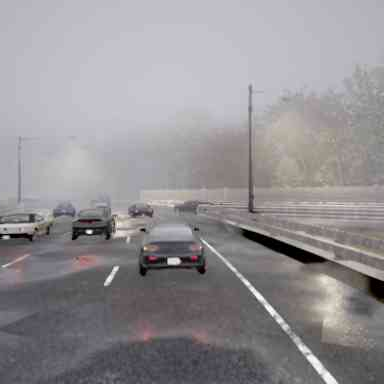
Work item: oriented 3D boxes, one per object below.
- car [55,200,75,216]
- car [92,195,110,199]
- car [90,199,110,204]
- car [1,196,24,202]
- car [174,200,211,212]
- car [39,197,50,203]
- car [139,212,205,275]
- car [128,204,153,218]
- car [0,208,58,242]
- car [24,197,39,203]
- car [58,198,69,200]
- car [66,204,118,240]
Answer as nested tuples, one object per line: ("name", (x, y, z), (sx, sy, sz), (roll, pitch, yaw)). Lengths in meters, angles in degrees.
("car", (-12.881, 1.789, 33.643), (1.994, 1.385, 4.181), (0, 0, -19))
("car", (-15.524, 1.471, 56.115), (2.150, 2.045, 5.566), (0, 0, -33))
("car", (-9.492, 1.746, 34.559), (1.812, 1.442, 4.674), (0, 0, -19))
("car", (-42.115, 1.769, 78.081), (4.553, 1.767, 2.097), (0, 0, 40))
("car", (0.116, 1.612, 35.917), (4.892, 1.490, 1.837), (-1, 0, 43))
("car", (-37.455, 1.952, 83.303), (4.902, 1.511, 2.128), (0, 0, 40))
("car", (-0.687, 1.587, 10.665), (1.812, 1.442, 4.674), (0, 0, -6))
("car", (-5.092, 1.791, 32.420), (1.895, 1.301, 4.718), (0, 0, -17))
("car", (-8.529, 1.720, 16.897), (1.895, 1.301, 4.718), (0, 0, -9))
("car", (-39.796, 1.898, 80.702), (5.008, 1.535, 1.882), (0, 0, 40))
("car", (-29.040, 2.001, 74.810), (2.033, 1.411, 5.357), (0, 0, -42))
("car", (-5.197, 1.621, 17.974), (1.837, 1.490, 4.892), (0, 0, -9))
